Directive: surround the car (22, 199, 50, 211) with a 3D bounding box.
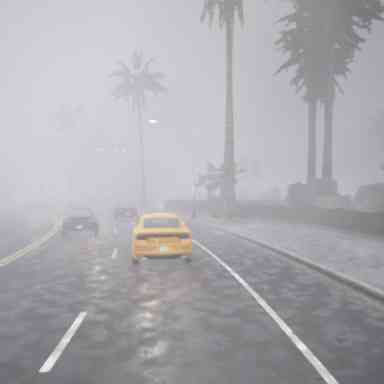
[{"bbox_3d":[-20.046,1.712,43.278,4.674,1.442,1.812,0,0,44],"label":"car"}]

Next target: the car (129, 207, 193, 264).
[{"bbox_3d":[-1.185,1.507,12.151,1.882,1.535,5.008,0,0,-9],"label":"car"}]

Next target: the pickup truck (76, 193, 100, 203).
[{"bbox_3d":[-22.753,1.346,73.010,2.390,2.098,6.274,0,0,10],"label":"pickup truck"}]

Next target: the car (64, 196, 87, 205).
[{"bbox_3d":[-15.070,1.664,43.140,1.837,1.490,4.892,1,-1,-42],"label":"car"}]

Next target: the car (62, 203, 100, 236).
[{"bbox_3d":[-6.264,1.594,18.907,1.812,1.442,4.674,0,0,-16],"label":"car"}]

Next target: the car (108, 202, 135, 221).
[{"bbox_3d":[-5.974,1.562,28.433,1.882,1.535,5.008,0,0,-22],"label":"car"}]
